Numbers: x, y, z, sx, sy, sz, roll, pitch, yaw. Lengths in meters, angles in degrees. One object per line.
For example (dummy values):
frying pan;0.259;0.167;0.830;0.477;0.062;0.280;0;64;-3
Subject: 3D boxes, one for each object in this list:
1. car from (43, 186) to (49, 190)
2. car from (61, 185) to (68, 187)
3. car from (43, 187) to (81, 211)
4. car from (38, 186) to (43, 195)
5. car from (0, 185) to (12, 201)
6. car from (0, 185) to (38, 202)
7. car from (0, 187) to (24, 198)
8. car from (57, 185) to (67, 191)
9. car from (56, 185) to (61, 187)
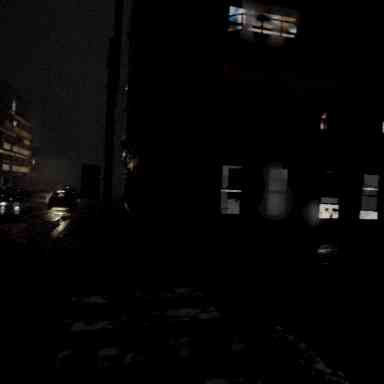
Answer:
car;-27.906;-0.499;63.307;1.802;1.307;4.206;2;1;-14
car;-19.980;-0.078;54.742;1.812;1.442;4.674;2;1;-14
car;-10.689;0.628;27.666;1.967;1.590;4.097;2;1;-14
car;-25.272;-0.291;52.396;1.752;1.417;4.829;2;1;-14
car;-21.420;0.013;36.443;1.967;1.590;4.097;2;1;-14
car;-18.492;0.269;35.475;2.033;1.411;5.357;2;1;-13
car;-22.722;0.023;41.818;1.802;1.307;4.206;2;1;-14
car;-33.091;-1.015;84.795;1.802;1.307;4.206;2;1;-14
car;-31.793;-0.917;79.422;2.008;1.369;4.403;2;1;-14
